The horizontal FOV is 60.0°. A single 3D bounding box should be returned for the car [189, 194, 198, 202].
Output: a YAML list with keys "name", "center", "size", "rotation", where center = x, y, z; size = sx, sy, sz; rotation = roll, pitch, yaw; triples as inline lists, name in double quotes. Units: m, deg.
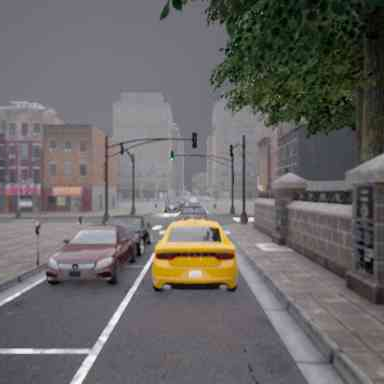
- name: "car"
  center: [0.323, 1.720, 65.442]
  size: [1.812, 1.442, 4.674]
  rotation: [0, 0, 0]

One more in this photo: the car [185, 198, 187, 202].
- name: "car"
  center: [-2.260, 1.502, 50.166]
  size: [2.097, 1.767, 4.553]
  rotation: [0, 0, 0]

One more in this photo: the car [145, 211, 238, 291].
- name: "car"
  center: [0.079, 1.507, 9.105]
  size: [1.882, 1.535, 5.008]
  rotation: [0, -1, 0]

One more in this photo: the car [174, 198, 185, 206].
- name: "car"
  center: [-2.242, 1.781, 60.226]
  size: [1.895, 1.301, 4.718]
  rotation: [0, 0, 0]

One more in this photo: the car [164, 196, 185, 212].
- name: "car"
  center: [-2.267, 1.612, 40.230]
  size: [2.128, 1.511, 4.902]
  rotation: [0, 0, 0]

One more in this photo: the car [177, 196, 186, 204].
- name: "car"
  center: [-2.180, 1.708, 70.427]
  size: [1.837, 1.490, 4.892]
  rotation: [0, 0, 0]

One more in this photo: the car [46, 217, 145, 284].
- name: "car"
  center: [-2.633, 1.612, 9.568]
  size: [1.802, 1.307, 4.206]
  rotation: [0, 0, 0]

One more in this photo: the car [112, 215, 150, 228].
- name: "car"
  center: [-2.631, 1.608, 13.231]
  size: [1.947, 1.339, 4.313]
  rotation: [0, 0, 0]

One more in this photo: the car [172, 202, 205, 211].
- name: "car"
  center: [0.095, 1.620, 21.740]
  size: [2.033, 1.411, 5.357]
  rotation: [0, 0, 1]
